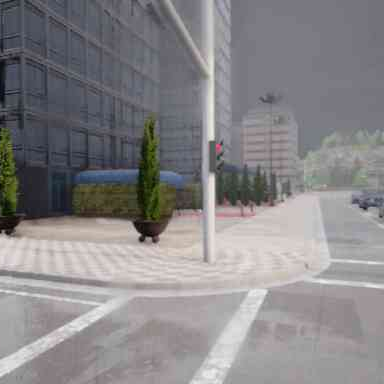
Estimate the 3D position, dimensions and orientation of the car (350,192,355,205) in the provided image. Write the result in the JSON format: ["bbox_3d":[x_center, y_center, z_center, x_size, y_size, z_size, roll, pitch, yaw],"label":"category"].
[{"bbox_3d":[20.769,0.733,41.222,1.882,1.535,5.008,0,1,20],"label":"car"}]

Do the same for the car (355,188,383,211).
[{"bbox_3d":[17.117,0.642,31.408,2.150,2.045,5.566,0,1,21],"label":"car"}]

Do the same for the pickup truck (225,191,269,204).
[{"bbox_3d":[7.049,0.424,41.960,6.274,2.098,2.390,-1,1,-39],"label":"pickup truck"}]

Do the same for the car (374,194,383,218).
[{"bbox_3d":[13.451,1.089,21.675,1.837,1.490,4.892,0,1,20],"label":"car"}]
